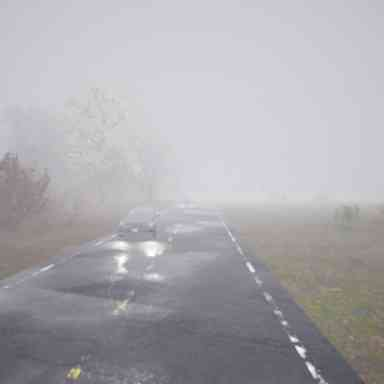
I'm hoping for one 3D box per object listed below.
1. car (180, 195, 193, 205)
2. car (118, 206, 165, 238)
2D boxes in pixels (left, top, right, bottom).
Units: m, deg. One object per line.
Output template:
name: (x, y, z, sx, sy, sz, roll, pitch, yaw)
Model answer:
car: (-0.917, 1.330, 59.001, 2.097, 1.767, 4.553, 0, 0, 3)
car: (-2.559, 1.514, 17.788, 1.812, 1.442, 4.674, 0, 0, 2)
